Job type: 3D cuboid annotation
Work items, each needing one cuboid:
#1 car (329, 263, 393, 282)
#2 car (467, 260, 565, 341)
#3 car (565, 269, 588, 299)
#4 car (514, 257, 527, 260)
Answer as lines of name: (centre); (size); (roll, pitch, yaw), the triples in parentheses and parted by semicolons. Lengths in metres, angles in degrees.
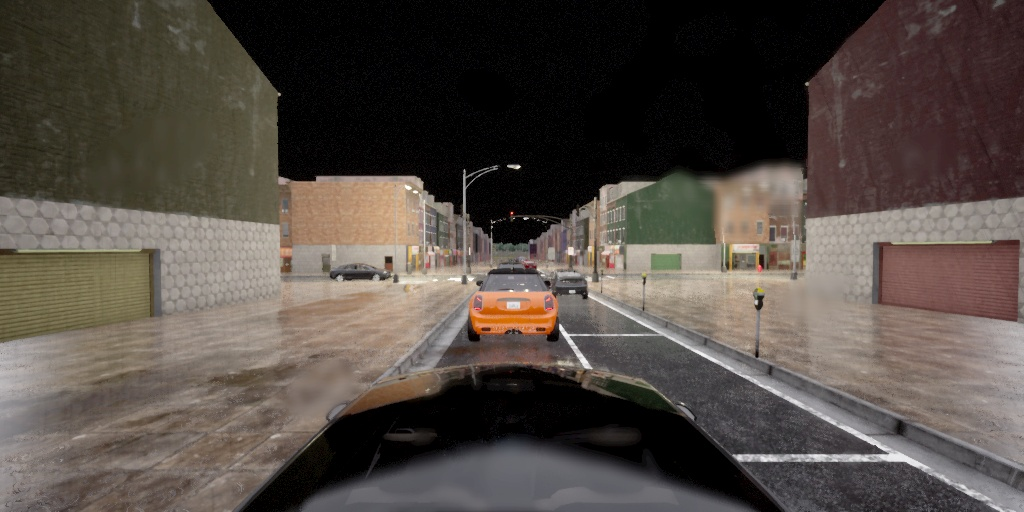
car: (-12.314, 1.364, 29.455); (4.892, 1.490, 1.837); (0, 1, -2)
car: (0.042, 1.100, 9.999); (2.097, 1.767, 4.553); (0, 0, 0)
car: (2.593, 1.297, 17.570); (2.007, 1.370, 4.403); (0, 0, 0)
car: (-0.051, 1.099, 19.890); (2.097, 1.767, 4.553); (0, 0, 0)
